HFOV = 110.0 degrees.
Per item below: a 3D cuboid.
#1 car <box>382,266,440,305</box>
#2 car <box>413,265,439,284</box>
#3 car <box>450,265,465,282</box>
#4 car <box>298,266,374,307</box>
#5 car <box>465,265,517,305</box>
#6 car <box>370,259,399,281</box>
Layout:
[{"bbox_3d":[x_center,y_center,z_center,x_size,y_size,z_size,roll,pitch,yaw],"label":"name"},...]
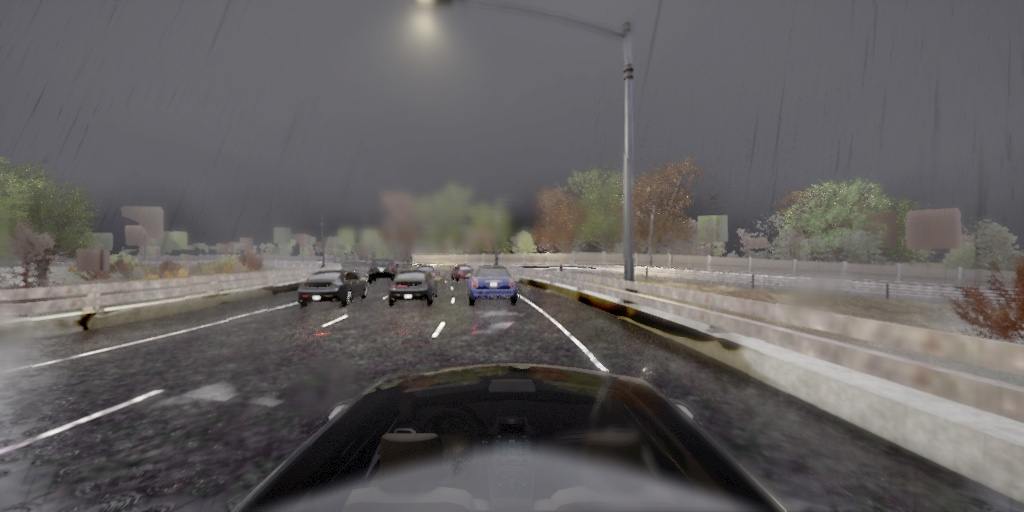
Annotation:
[{"bbox_3d":[-4.561,1.402,16.968,1.837,1.490,4.892,0,0,-8],"label":"car"},{"bbox_3d":[-7.748,1.585,32.057,2.033,1.411,5.357,0,-1,-16],"label":"car"},{"bbox_3d":[-4.501,1.575,33.398,1.812,1.442,4.674,0,0,-16],"label":"car"},{"bbox_3d":[-8.028,1.399,16.491,1.837,1.490,4.892,0,0,-8],"label":"car"},{"bbox_3d":[-1.059,1.246,17.214,2.097,1.767,4.553,0,-1,-8],"label":"car"},{"bbox_3d":[-11.126,1.246,31.142,2.150,2.045,5.566,0,0,-16],"label":"car"}]
